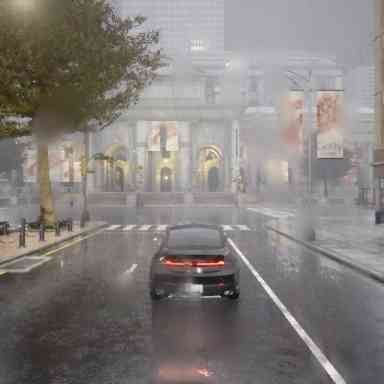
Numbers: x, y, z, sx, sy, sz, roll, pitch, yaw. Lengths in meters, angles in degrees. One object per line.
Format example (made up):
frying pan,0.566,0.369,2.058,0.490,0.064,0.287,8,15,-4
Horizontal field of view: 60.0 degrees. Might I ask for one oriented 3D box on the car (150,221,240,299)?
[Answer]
car,0.064,1.505,8.449,1.837,1.490,4.892,0,0,0
